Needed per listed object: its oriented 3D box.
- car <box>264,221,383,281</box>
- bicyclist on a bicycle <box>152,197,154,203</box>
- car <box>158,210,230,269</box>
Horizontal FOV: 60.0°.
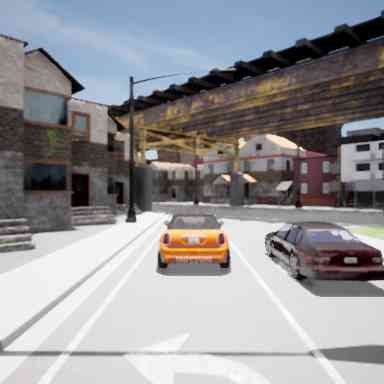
[{"bbox_3d":[3.558,1.575,9.931,2.033,1.411,5.357,0,0,0],"label":"car"},{"bbox_3d":[-8.504,1.490,68.434,1.656,1.620,0.582,0,0,-45],"label":"bicyclist on a bicycle"},{"bbox_3d":[0.065,1.384,11.432,2.097,1.767,4.553,0,0,0],"label":"car"}]
